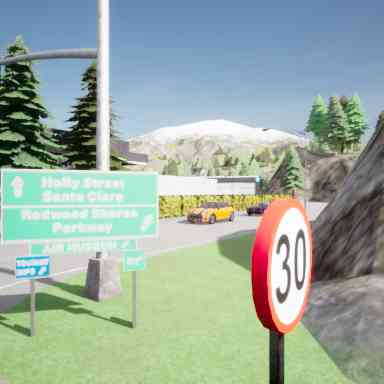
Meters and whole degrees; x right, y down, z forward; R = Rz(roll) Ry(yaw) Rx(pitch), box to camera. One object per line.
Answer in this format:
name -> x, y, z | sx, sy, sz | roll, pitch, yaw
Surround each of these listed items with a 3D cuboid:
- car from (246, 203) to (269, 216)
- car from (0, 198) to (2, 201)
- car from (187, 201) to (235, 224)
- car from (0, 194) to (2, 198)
car -> 7.468, 1.792, 34.853 | 1.895, 1.301, 4.718 | 0, 0, 36
car -> -12.422, 1.504, 26.064 | 1.905, 1.878, 3.866 | 0, 0, 35
car -> 1.563, 1.544, 26.726 | 2.097, 1.767, 4.553 | 0, 0, 36
car -> -38.665, 1.489, 69.982 | 4.514, 1.523, 2.007 | 0, 0, 35
